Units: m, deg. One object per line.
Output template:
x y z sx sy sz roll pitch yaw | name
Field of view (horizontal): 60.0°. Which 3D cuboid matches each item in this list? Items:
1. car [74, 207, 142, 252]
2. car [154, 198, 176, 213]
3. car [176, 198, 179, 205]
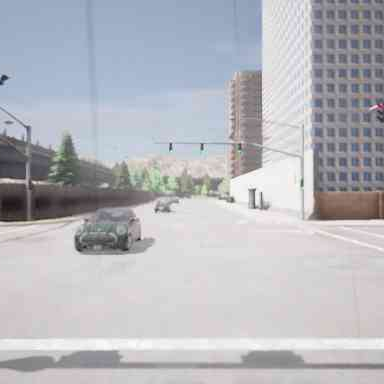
-3.511 1.488 14.633 2.097 1.767 4.553 0 0 0 | car
-3.533 1.800 40.895 2.128 1.511 4.902 0 0 0 | car
-3.552 1.907 66.637 1.994 1.385 4.181 0 0 0 | car
